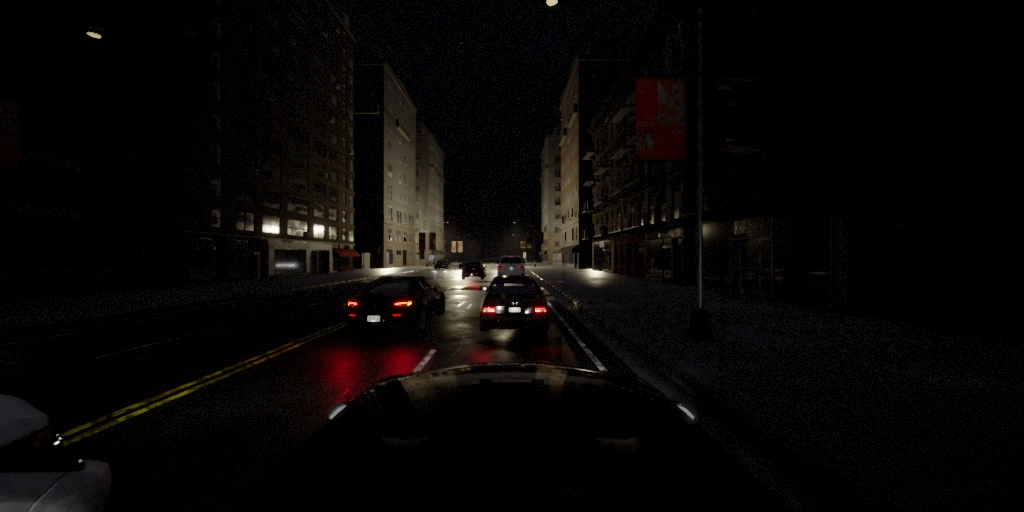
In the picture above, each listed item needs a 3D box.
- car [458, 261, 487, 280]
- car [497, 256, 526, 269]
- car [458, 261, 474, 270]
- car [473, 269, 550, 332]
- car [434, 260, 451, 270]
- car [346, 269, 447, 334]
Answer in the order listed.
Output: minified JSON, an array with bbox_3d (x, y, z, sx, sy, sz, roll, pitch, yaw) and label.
[{"bbox_3d":[-3.323,1.268,31.716,1.837,1.490,4.892,0,0,-1],"label":"car"},{"bbox_3d":[-0.061,0.984,29.374,2.150,2.045,5.566,0,0,0],"label":"car"},{"bbox_3d":[-6.866,1.387,53.983,1.895,1.301,4.718,0,0,0],"label":"car"},{"bbox_3d":[0.049,1.298,10.841,2.033,1.411,5.357,0,0,0],"label":"car"},{"bbox_3d":[-10.116,1.290,52.319,1.837,1.490,4.892,0,-1,0],"label":"car"},{"bbox_3d":[-3.200,1.277,10.558,1.812,1.442,4.674,0,0,0],"label":"car"}]
